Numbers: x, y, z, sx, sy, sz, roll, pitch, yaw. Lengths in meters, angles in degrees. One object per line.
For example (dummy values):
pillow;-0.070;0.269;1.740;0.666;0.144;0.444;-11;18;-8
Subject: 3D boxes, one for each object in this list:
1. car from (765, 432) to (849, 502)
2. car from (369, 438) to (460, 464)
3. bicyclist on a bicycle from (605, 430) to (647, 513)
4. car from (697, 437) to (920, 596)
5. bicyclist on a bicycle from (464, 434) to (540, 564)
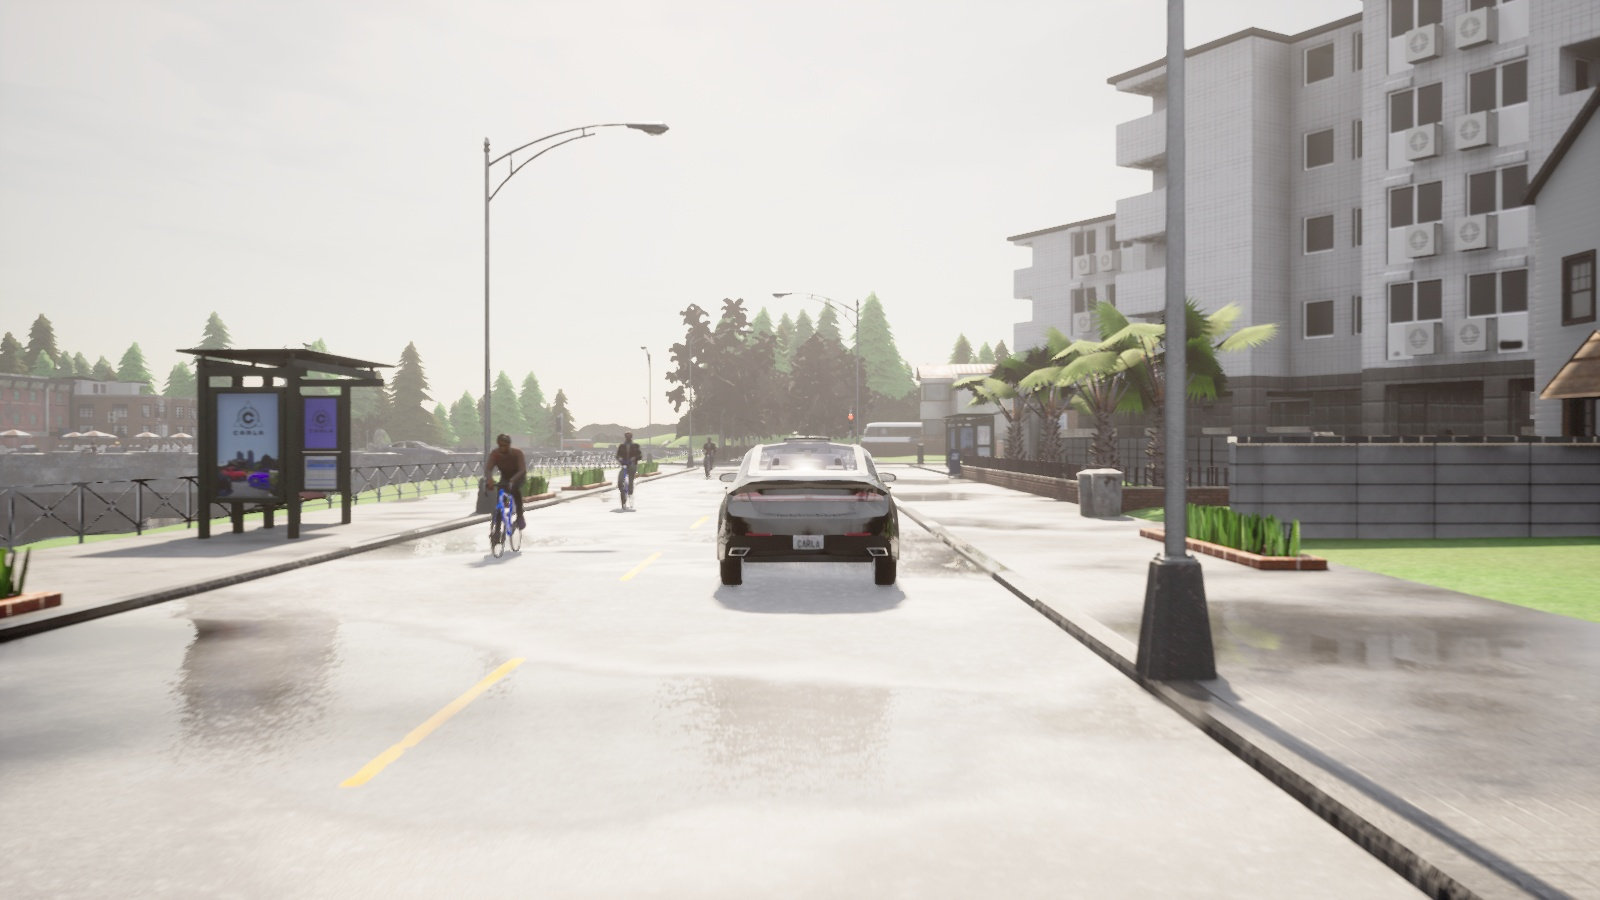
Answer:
car;0.191;0.409;33.673;2.097;1.767;4.553;0;0;0
car;-24.231;0.045;79.060;5.027;1.651;2.152;0;0;0
bicyclist on a bicycle;-3.838;0.452;27.741;0.659;1.776;1.843;0;0;0
car;0.091;0.619;14.432;2.128;1.511;4.902;0;0;0
bicyclist on a bicycle;-3.893;0.600;16.511;0.582;1.620;1.656;0;1;0
